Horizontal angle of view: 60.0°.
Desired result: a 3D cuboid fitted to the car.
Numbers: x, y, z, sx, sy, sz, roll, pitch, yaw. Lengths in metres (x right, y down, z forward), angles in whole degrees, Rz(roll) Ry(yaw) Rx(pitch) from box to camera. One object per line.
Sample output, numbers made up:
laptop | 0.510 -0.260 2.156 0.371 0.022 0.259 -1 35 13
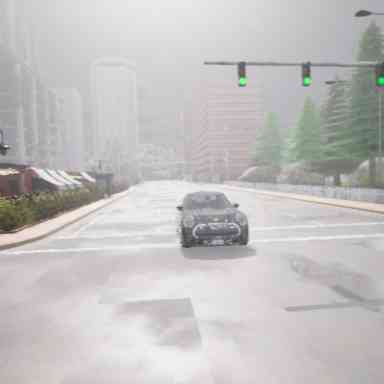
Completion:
car | 0.519 0.776 11.866 2.097 1.767 4.553 -2 3 -5
